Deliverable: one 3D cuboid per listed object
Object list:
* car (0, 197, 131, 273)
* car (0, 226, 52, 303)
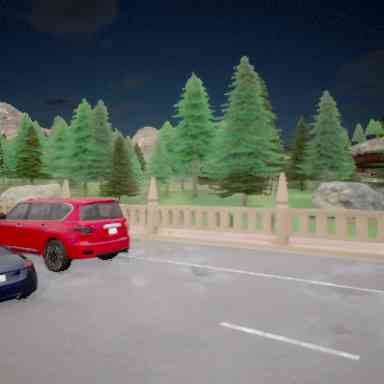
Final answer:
[{"bbox_3d":[-4.551,1.197,10.752,5.566,2.045,2.150,0,0,30],"label":"car"},{"bbox_3d":[-5.228,1.553,7.033,4.181,1.385,1.994,0,0,31],"label":"car"}]
